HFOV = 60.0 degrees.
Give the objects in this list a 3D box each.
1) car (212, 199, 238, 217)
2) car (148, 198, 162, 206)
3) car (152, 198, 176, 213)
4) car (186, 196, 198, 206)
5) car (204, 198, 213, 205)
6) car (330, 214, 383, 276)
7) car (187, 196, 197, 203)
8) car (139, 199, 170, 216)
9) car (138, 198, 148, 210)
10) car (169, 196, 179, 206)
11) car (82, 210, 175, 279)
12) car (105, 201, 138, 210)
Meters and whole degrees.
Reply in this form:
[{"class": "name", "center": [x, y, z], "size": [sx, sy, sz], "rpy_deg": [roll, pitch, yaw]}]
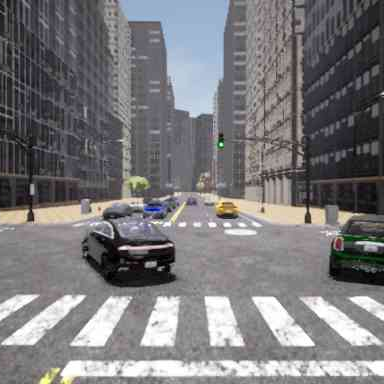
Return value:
[{"class": "car", "center": [3.345, 1.598, 32.794], "size": [1.882, 1.535, 5.008], "rpy_deg": [0, 0, 0]}, {"class": "car", "center": [-6.511, 1.767, 58.995], "size": [1.994, 1.385, 4.181], "rpy_deg": [0, 0, 0]}, {"class": "car", "center": [-3.331, 1.705, 39.285], "size": [1.994, 1.385, 4.181], "rpy_deg": [0, 0, 1]}, {"class": "car", "center": [-0.010, 1.563, 61.622], "size": [2.097, 1.767, 4.553], "rpy_deg": [0, 0, 0]}, {"class": "car", "center": [3.244, 1.813, 61.998], "size": [1.895, 1.301, 4.718], "rpy_deg": [0, 0, 0]}, {"class": "car", "center": [5.809, 1.515, 10.601], "size": [2.097, 1.767, 4.553], "rpy_deg": [1, 0, 31]}, {"class": "car", "center": [-0.012, 1.597, 71.654], "size": [2.128, 1.511, 4.902], "rpy_deg": [0, 0, 0]}, {"class": "car", "center": [-3.345, 1.638, 30.541], "size": [1.812, 1.442, 4.674], "rpy_deg": [0, 0, 0]}, {"class": "car", "center": [-6.587, 1.743, 39.695], "size": [1.895, 1.301, 4.718], "rpy_deg": [0, 0, 0]}, {"class": "car", "center": [-3.278, 1.694, 47.876], "size": [1.812, 1.442, 4.674], "rpy_deg": [0, 0, 0]}, {"class": "car", "center": [-2.186, 1.594, 10.638], "size": [2.128, 1.511, 4.902], "rpy_deg": [1, 1, -28]}, {"class": "car", "center": [-6.590, 1.658, 30.109], "size": [2.033, 1.411, 5.357], "rpy_deg": [0, 0, 0]}]
